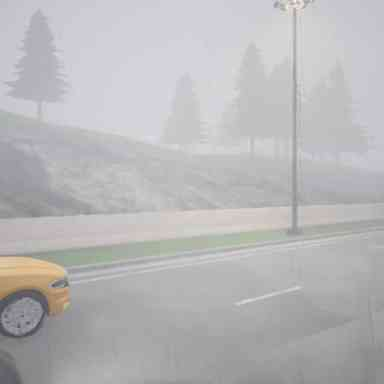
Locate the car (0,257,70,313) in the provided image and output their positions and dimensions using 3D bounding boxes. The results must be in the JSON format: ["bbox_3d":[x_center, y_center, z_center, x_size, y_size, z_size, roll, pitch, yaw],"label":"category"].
[{"bbox_3d":[-4.432,1.479,4.885,5.008,1.535,1.882,0,0,-35],"label":"car"}]

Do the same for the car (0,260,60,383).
[{"bbox_3d":[-3.346,1.508,1.360,4.892,1.490,1.837,0,0,-36],"label":"car"}]
